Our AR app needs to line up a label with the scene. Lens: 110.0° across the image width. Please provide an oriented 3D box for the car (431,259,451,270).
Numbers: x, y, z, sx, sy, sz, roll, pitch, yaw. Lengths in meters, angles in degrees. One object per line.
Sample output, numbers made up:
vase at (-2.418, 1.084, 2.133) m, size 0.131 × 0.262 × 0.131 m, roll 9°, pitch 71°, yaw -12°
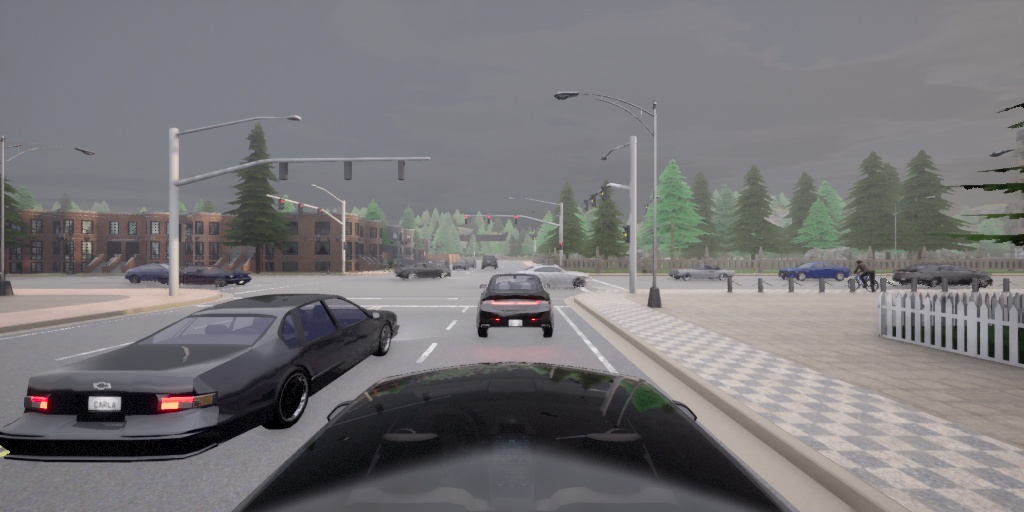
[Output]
car at (-10.554, 1.241, 53.651) m, size 2.128 × 1.511 × 4.902 m, roll 0°, pitch 0°, yaw 0°

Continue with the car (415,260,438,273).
car at (-10.557, 1.276, 44.543) m, size 1.812 × 1.442 × 4.674 m, roll 0°, pitch 0°, yaw 0°

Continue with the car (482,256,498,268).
car at (-3.355, 0.971, 54.626) m, size 2.150 × 2.045 × 5.566 m, roll 0°, pitch 0°, yaw 0°

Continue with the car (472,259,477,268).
car at (-7.021, 1.255, 59.944) m, size 1.837 × 1.490 × 4.892 m, roll 0°, pitch 0°, yaw 0°

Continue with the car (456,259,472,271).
car at (-7.063, 1.255, 49.960) m, size 1.837 × 1.490 × 4.892 m, roll 0°, pitch 0°, yaw 0°

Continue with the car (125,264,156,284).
car at (-25.536, 1.276, 26.341) m, size 4.674 × 1.442 × 1.812 m, roll 0°, pitch 0°, yaw -1°

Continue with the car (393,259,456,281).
car at (-7.534, 1.255, 30.383) m, size 4.892 × 1.490 × 1.837 m, roll 0°, pitch 2°, yaw -40°

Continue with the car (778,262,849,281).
car at (24.872, 1.228, 29.664) m, size 5.008 × 1.535 × 1.882 m, roll 0°, pitch 0°, yaw 0°

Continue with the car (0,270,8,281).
car at (-39.328, 1.242, 25.330) m, size 4.902 × 1.511 × 2.128 m, roll 0°, pitch 0°, yaw -12°

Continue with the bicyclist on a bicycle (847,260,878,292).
bicyclist on a bicycle at (18.260, 1.052, 18.693) m, size 0.582 × 1.620 × 1.656 m, roll 0°, pitch 0°, yaw 0°

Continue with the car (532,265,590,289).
car at (2.521, 1.276, 22.559) m, size 4.674 × 1.442 × 1.812 m, roll 0°, pitch 0°, yaw 1°

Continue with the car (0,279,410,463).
car at (-3.434, 1.297, 5.552) m, size 2.033 × 1.411 × 5.357 m, roll 0°, pitch 0°, yaw 1°

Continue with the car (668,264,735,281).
car at (15.581, 1.351, 29.681) m, size 4.718 × 1.301 × 1.895 m, roll 0°, pitch 0°, yaw 0°

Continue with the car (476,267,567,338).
car at (0.087, 1.242, 10.217) m, size 2.128 × 1.511 × 4.902 m, roll 0°, pitch 0°, yaw 0°

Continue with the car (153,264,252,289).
car at (-19.444, 1.351, 22.879) m, size 4.718 × 1.301 × 1.895 m, roll 0°, pitch 0°, yaw 1°

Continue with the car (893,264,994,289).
car at (26.942, 1.241, 22.465) m, size 4.902 × 1.511 × 2.128 m, roll 0°, pitch 0°, yaw 0°
